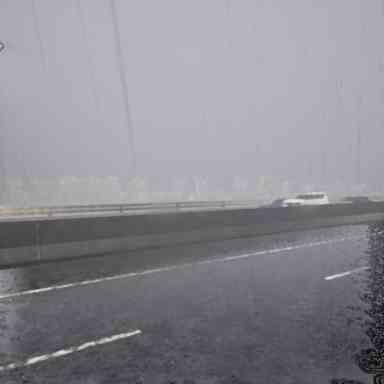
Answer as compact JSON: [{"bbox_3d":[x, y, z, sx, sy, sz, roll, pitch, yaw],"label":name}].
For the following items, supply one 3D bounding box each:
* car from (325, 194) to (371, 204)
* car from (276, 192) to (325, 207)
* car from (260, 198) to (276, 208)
[{"bbox_3d":[15.198,1.164,31.685,4.553,1.767,2.097,-1,0,-34],"label":"car"},{"bbox_3d":[11.391,1.084,33.323,5.566,2.045,2.150,-1,0,-34],"label":"car"},{"bbox_3d":[9.520,1.369,36.277,5.008,1.535,1.882,-1,0,-34],"label":"car"}]
